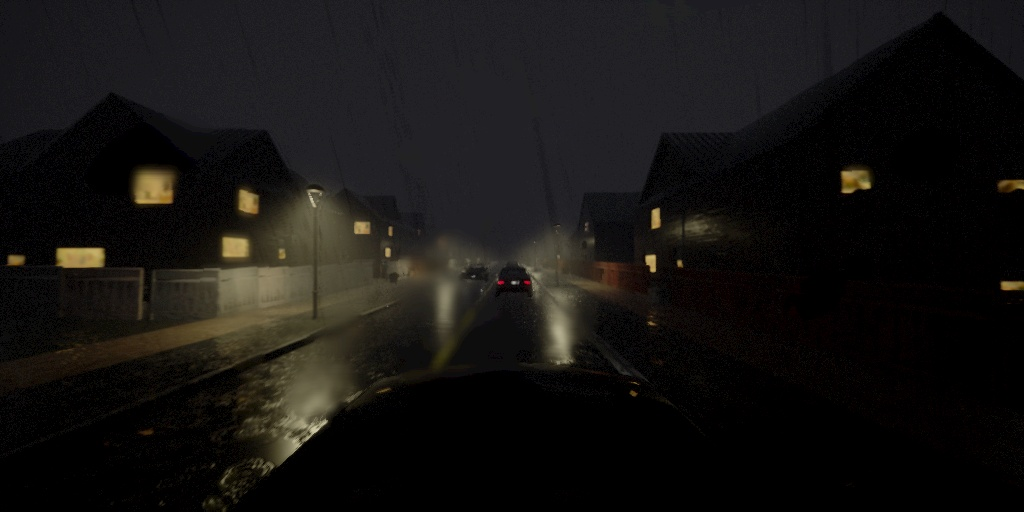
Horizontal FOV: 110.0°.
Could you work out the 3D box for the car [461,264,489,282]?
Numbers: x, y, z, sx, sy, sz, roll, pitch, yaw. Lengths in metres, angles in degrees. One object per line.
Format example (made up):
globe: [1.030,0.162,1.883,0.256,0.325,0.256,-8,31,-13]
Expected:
car: [-2.758,1.285,27.905,1.994,1.385,4.181,0,0,0]

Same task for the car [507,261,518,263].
car: [0.087,1.280,39.673,1.994,1.385,4.181,0,0,0]

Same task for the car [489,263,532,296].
car: [0.093,1.274,19.030,2.033,1.411,5.357,0,0,0]
